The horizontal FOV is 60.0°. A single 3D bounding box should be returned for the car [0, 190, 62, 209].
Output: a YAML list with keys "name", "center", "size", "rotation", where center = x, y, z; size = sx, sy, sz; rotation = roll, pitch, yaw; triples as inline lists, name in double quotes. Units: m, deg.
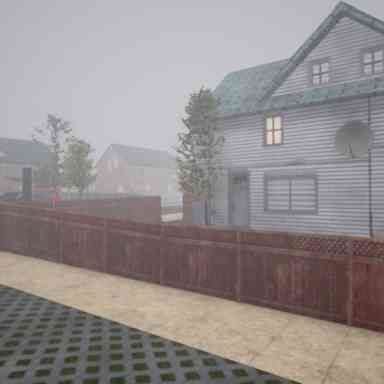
- name: "car"
  center: [-11.214, 0.910, 21.762]
  size: [2.150, 2.045, 5.566]
  rotation: [-1, 1, 36]

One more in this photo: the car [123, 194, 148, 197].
- name: "car"
  center: [-5.331, 0.938, 29.926]
  size: [2.128, 1.511, 4.902]
  rotation: [-1, 1, 36]
